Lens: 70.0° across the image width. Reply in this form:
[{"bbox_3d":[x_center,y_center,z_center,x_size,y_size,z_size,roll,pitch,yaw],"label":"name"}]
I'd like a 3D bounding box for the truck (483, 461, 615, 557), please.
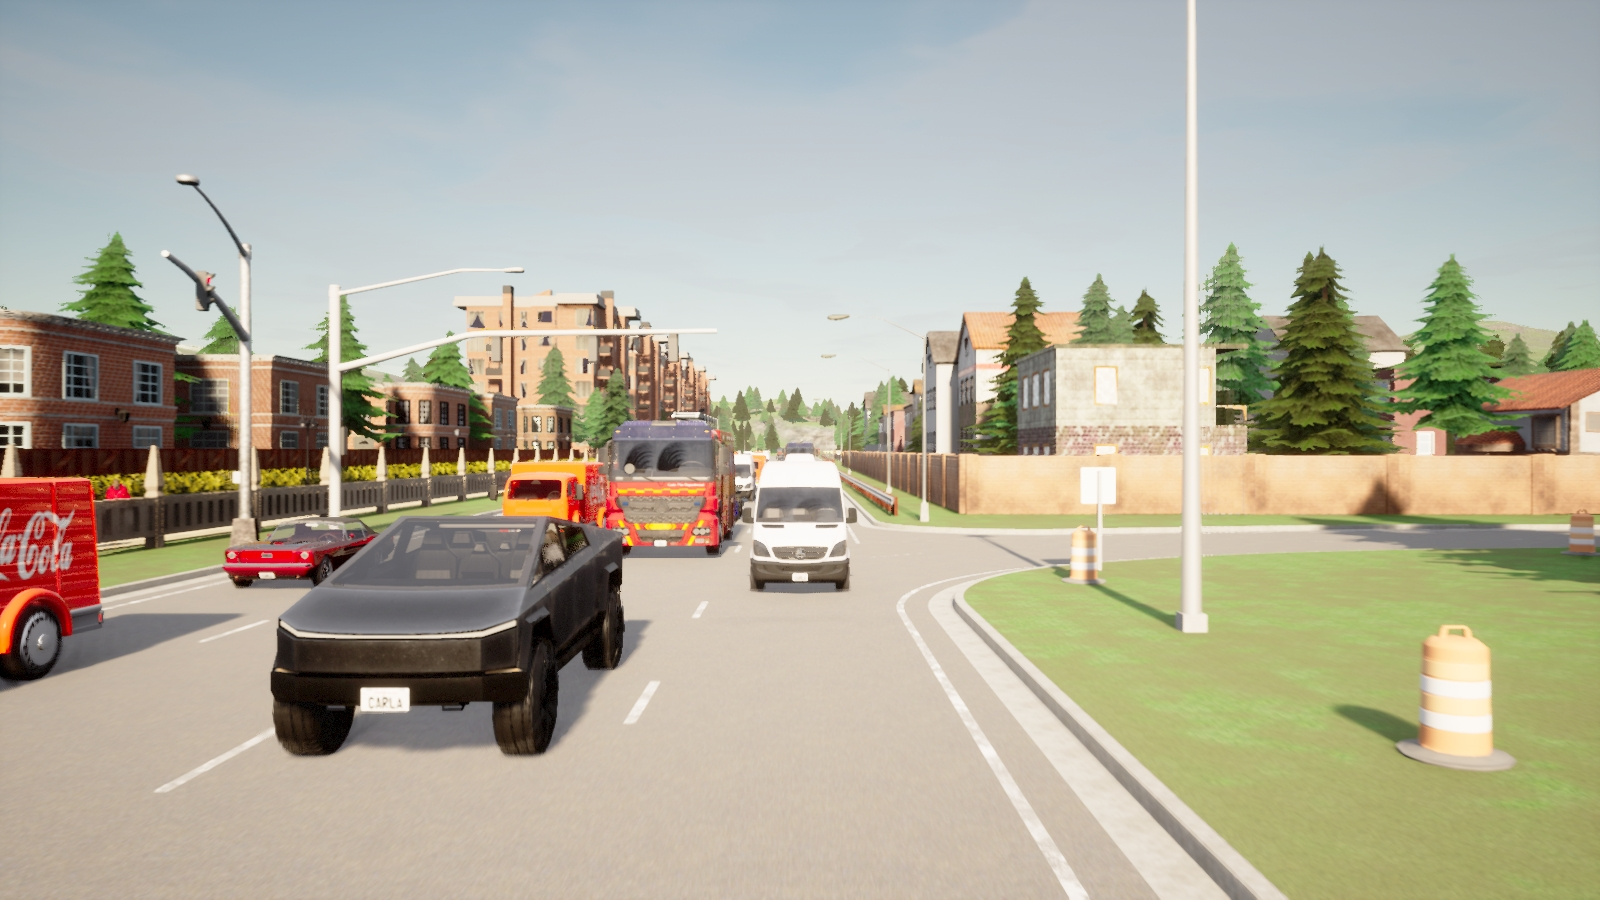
[{"bbox_3d":[-6.999,1.569,32.562,2.627,2.467,5.204,0,0,0],"label":"truck"}]

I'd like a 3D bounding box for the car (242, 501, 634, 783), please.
[{"bbox_3d":[-3.500,1.753,12.746,2.390,2.098,6.274,0,0,0],"label":"car"}]

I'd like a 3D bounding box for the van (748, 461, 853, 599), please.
[{"bbox_3d":[0.005,1.534,24.594,1.988,2.561,5.915,0,0,0],"label":"van"}]

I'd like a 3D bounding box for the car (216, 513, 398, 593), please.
[{"bbox_3d":[-10.500,2.155,24.768,1.895,1.301,4.718,0,0,0],"label":"car"}]

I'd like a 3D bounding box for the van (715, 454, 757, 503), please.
[{"bbox_3d":[-3.495,1.534,63.261,1.988,2.561,5.915,0,0,0],"label":"van"}]

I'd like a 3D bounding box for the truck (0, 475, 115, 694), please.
[{"bbox_3d":[-10.500,1.567,12.731,2.627,2.467,5.204,0,0,0],"label":"truck"}]

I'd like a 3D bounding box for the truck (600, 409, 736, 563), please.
[{"bbox_3d":[-3.494,0.890,32.500,2.891,3.827,8.468,0,0,0],"label":"truck"}]

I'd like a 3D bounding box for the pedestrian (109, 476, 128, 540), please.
[{"bbox_3d":[-20.125,1.701,33.762,0.375,1.860,0.375,0,0,-10],"label":"pedestrian"}]
